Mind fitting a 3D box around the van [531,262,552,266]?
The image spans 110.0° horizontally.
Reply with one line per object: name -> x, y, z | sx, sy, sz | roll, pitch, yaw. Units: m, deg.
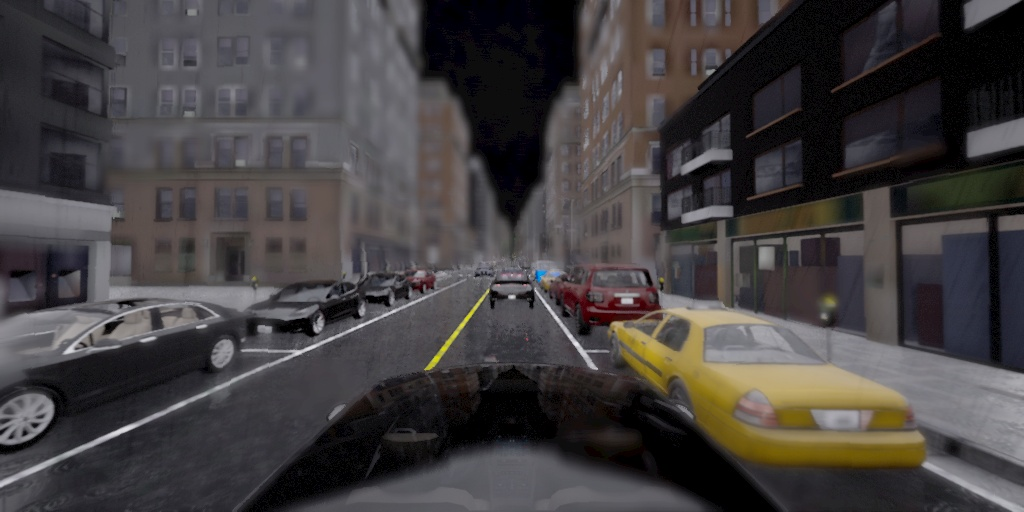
van -> 2.666, 1.335, 27.727 | 1.690, 1.789, 3.998 | 0, 0, 0

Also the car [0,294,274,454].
car -> -5.858, 1.331, 5.038 | 2.007, 1.370, 4.403 | 0, 0, 0

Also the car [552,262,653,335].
car -> 2.667, 1.150, 10.708 | 2.192, 1.841, 5.009 | 0, 0, 0

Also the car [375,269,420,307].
car -> -5.859, 1.454, 16.384 | 1.948, 1.339, 4.313 | 0, 0, 0

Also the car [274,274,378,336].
car -> -5.859, 1.400, 10.711 | 1.948, 1.339, 4.313 | 0, 0, 0

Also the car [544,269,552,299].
car -> 2.667, 1.470, 16.381 | 1.802, 1.307, 4.207 | 0, 0, 0

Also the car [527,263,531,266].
car -> 2.665, 1.572, 33.571 | 1.751, 1.417, 4.829 | 0, 0, 0

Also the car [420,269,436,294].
car -> -5.860, 1.486, 22.056 | 1.888, 1.381, 4.507 | 0, 0, 0

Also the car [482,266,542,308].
car -> 0.002, 1.379, 16.143 | 2.128, 1.511, 4.902 | 0, 0, 0

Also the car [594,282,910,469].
car -> 2.668, 1.307, 5.204 | 1.751, 1.417, 4.829 | 0, 0, 0

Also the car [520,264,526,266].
car -> -0.001, 1.625, 30.965 | 1.895, 1.301, 4.718 | 0, 0, 0

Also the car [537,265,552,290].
car -> 2.666, 1.466, 22.224 | 1.751, 1.417, 4.829 | 0, 0, 0

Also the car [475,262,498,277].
car -> -3.009, 1.676, 40.278 | 1.994, 1.385, 4.181 | 0, -1, 0
